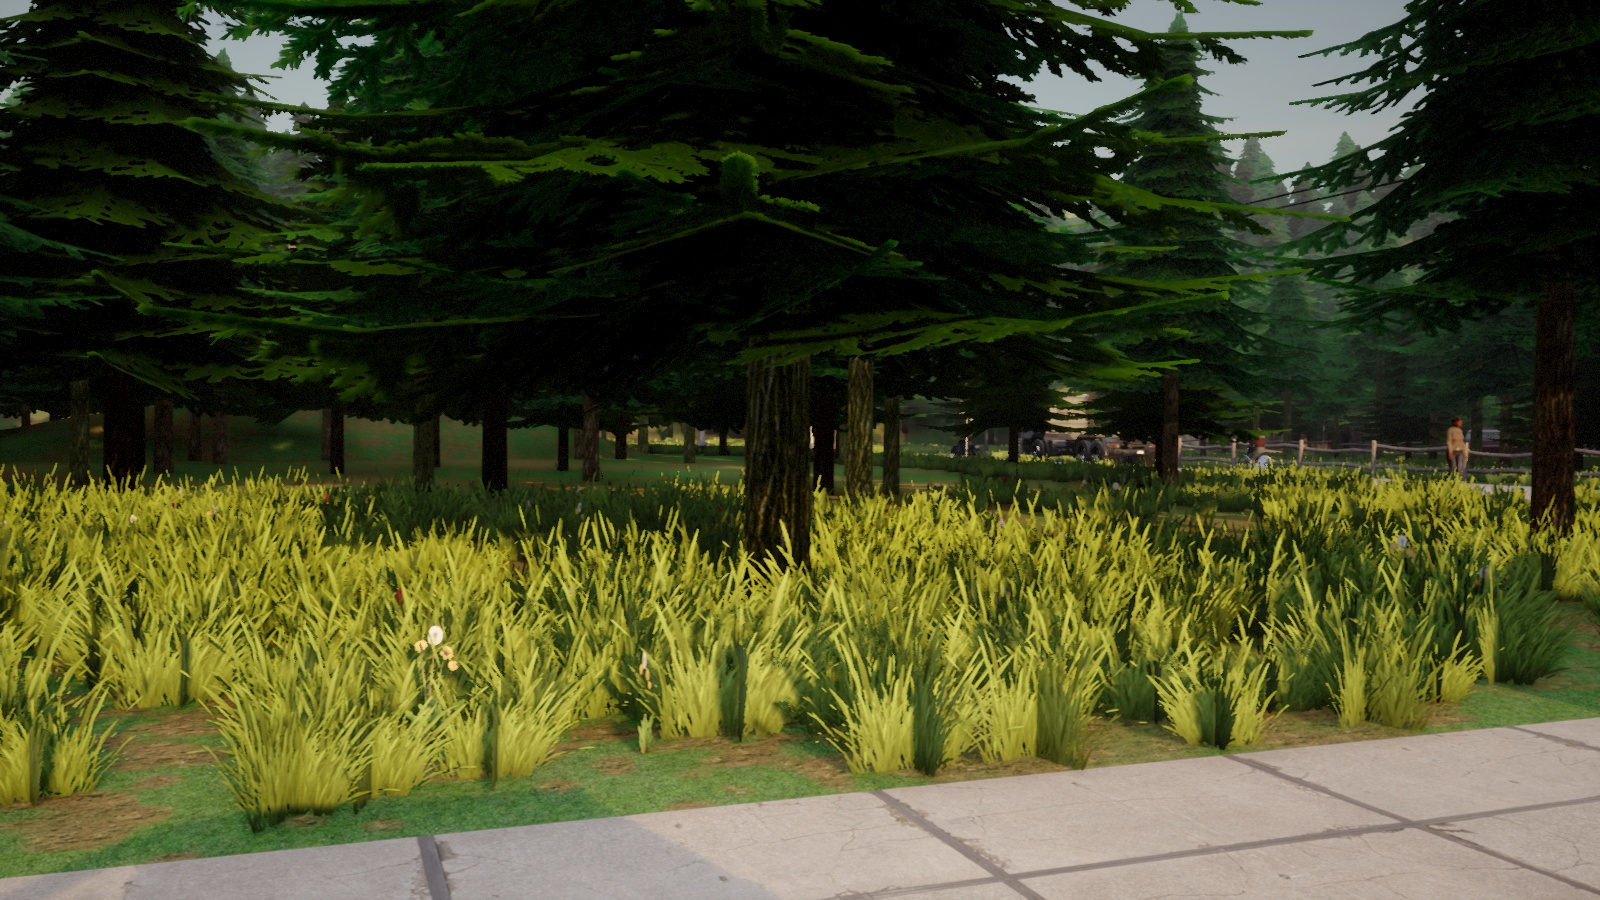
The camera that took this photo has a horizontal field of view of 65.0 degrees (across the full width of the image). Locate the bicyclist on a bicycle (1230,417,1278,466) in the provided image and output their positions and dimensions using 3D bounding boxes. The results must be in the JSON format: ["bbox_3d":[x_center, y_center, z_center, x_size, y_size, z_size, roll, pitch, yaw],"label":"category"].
[{"bbox_3d":[16.919,-0.315,46.815,0.659,1.776,1.843,-1,1,-20],"label":"bicyclist on a bicycle"}]

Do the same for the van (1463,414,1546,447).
[{"bbox_3d":[43.461,-1.206,77.510,4.442,1.987,1.775,0,1,30],"label":"van"}]

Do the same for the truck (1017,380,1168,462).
[{"bbox_3d":[13.162,-1.297,57.321,2.891,3.462,7.936,-1,1,-20],"label":"truck"}]

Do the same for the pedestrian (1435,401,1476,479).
[{"bbox_3d":[15.459,-0.236,29.639,0.328,1.805,0.869,-1,1,-18],"label":"pedestrian"}]

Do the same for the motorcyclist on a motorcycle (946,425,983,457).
[{"bbox_3d":[8.903,-0.491,67.882,0.766,1.649,2.350,-1,1,-27],"label":"motorcyclist on a motorcycle"}]
